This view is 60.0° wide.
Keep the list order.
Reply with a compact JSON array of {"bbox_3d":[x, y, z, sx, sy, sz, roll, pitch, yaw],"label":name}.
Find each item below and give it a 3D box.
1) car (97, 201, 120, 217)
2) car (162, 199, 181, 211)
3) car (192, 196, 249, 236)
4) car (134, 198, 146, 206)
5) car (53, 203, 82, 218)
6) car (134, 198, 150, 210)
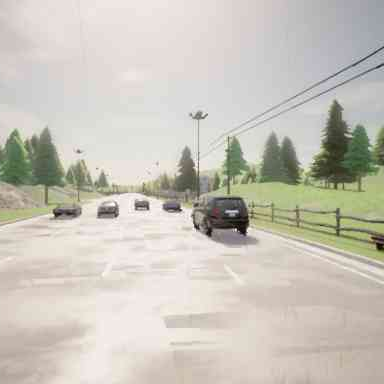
[{"bbox_3d":[-8.039,1.580,32.123,2.033,1.411,5.357,0,0,-10],"label":"car"},{"bbox_3d":[-2.573,1.605,41.254,1.994,1.385,4.181,0,0,-10],"label":"car"},{"bbox_3d":[1.470,1.237,18.828,2.150,2.045,5.566,0,0,-10],"label":"car"},{"bbox_3d":[-8.868,1.658,56.454,1.895,1.301,4.718,0,0,-10],"label":"car"},{"bbox_3d":[-11.319,1.633,30.579,1.895,1.301,4.718,0,0,-10],"label":"car"},{"bbox_3d":[-6.599,1.536,43.860,2.128,1.511,4.902,0,0,-10],"label":"car"}]
